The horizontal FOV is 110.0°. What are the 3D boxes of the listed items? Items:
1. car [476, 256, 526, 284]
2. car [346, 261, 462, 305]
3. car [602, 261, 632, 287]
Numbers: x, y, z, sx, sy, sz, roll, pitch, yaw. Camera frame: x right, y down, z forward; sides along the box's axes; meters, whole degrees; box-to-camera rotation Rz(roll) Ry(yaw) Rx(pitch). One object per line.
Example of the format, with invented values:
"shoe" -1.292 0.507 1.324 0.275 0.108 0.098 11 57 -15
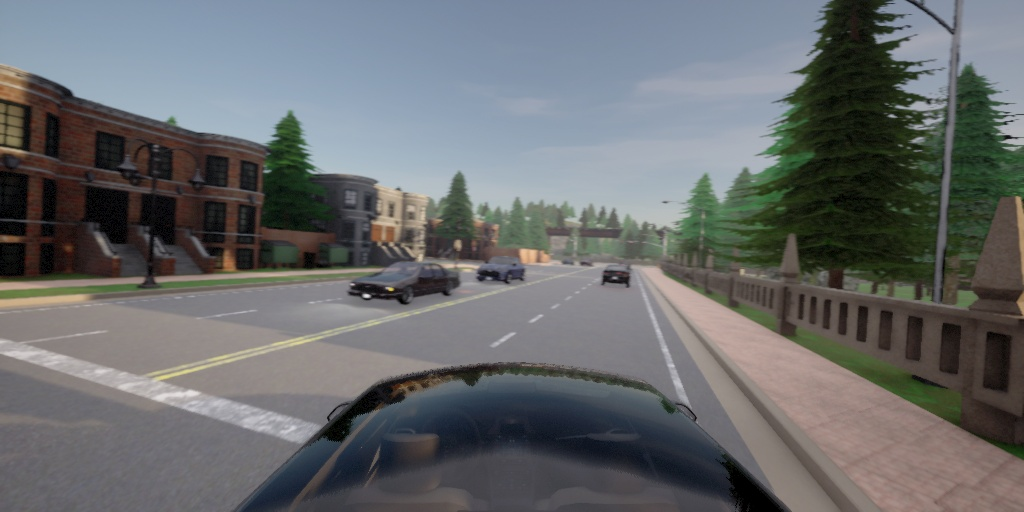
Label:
"car" -0.624 0.793 23.647 2.097 1.767 4.553 4 1 19
"car" -3.839 0.921 14.071 2.033 1.411 5.357 4 1 18
"car" 7.821 1.390 26.767 1.882 1.535 5.008 4 1 18
